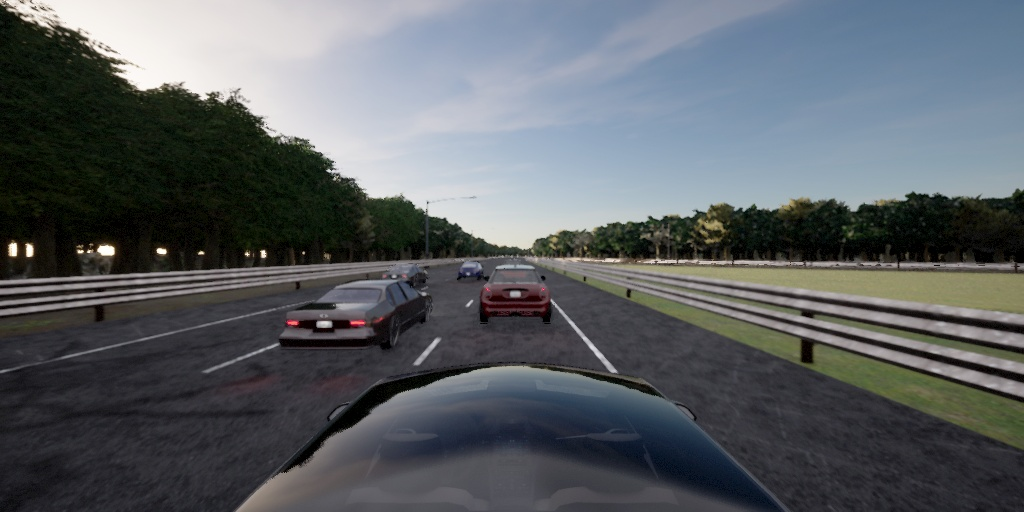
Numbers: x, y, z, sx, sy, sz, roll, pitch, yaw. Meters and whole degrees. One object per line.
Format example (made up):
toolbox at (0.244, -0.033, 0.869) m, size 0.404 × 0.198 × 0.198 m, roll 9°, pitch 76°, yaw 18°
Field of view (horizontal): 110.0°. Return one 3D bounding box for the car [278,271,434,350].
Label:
car at (-3.401, 1.278, 9.007) m, size 2.033 × 1.411 × 5.357 m, roll 0°, pitch 0°, yaw 0°

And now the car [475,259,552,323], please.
car at (0.097, 1.075, 12.123) m, size 2.097 × 1.767 × 4.553 m, roll 0°, pitch 0°, yaw 0°

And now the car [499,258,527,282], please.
car at (0.093, 1.038, 28.803) m, size 2.097 × 1.767 × 4.553 m, roll 0°, pitch 0°, yaw 0°

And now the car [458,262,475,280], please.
car at (-3.408, 1.209, 30.100) m, size 1.812 × 1.442 × 4.674 m, roll 0°, pitch 0°, yaw 0°

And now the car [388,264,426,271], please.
car at (-6.910, 1.244, 23.561) m, size 2.033 × 1.411 × 5.357 m, roll 0°, pitch 0°, yaw 0°
